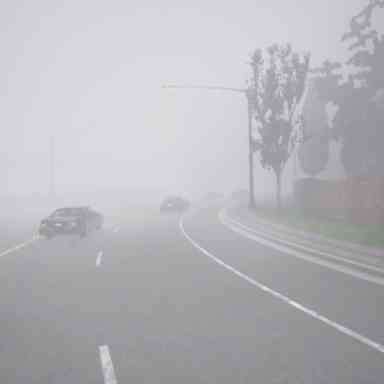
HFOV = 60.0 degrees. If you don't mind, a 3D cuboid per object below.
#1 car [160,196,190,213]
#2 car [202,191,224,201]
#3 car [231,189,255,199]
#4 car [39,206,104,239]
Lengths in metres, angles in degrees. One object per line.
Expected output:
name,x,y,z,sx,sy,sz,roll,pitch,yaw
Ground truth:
car,-1.515,1.066,30.497,1.994,1.385,4.181,-2,1,10
car,3.242,0.565,50.746,1.994,1.385,4.181,-2,1,35
car,7.836,0.278,50.985,1.882,1.535,5.008,-3,1,37
car,-5.888,1.419,16.816,2.033,1.411,5.357,-2,1,-3
